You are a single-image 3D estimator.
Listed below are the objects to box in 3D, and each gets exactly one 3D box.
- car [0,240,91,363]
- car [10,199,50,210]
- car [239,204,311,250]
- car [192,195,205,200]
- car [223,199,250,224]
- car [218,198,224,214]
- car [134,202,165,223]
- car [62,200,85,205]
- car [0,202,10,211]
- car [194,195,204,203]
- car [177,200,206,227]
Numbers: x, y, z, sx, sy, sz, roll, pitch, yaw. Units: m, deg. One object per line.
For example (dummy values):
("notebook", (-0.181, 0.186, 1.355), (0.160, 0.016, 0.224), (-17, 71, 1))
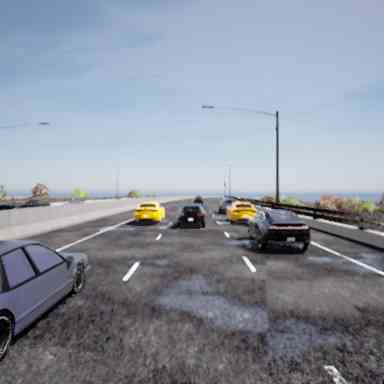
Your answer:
("car", (-3.382, 1.549, 5.668), (2.033, 1.411, 5.357), (0, 0, 0))
("car", (-17.187, 1.534, 36.107), (1.882, 1.535, 5.008), (0, 0, 1))
("car", (3.570, 1.503, 14.372), (2.128, 1.511, 4.902), (0, 0, 1))
("car", (1.109, 1.633, 57.885), (1.837, 1.490, 4.892), (0, 0, 2))
("car", (3.704, 1.508, 25.294), (1.882, 1.535, 5.008), (0, 0, 1))
("car", (3.908, 1.491, 36.215), (2.033, 1.649, 4.856), (0, 0, 1))
("car", (-3.184, 1.507, 25.543), (1.882, 1.535, 5.008), (0, 0, 1))
("car", (-13.637, 1.612, 38.601), (2.033, 1.411, 5.357), (0, 0, 1))
("car", (-20.625, 1.666, 38.975), (1.895, 1.301, 4.718), (0, 0, 1))
("car", (1.687, 1.559, 74.949), (2.097, 1.767, 4.553), (0, 0, 3))
("car", (0.007, 1.550, 23.025), (1.812, 1.442, 4.674), (0, 0, 2))
